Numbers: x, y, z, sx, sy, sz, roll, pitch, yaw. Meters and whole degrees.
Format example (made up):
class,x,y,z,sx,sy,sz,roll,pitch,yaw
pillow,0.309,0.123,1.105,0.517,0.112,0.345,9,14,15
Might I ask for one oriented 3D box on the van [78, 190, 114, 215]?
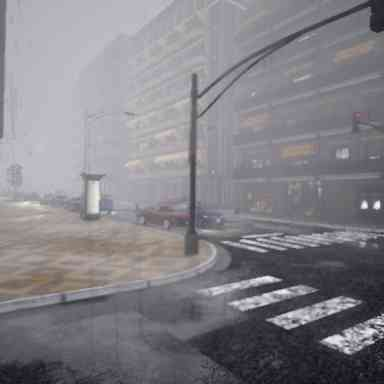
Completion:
class,x,y,z,sx,sy,sz,roll,pitch,yaw
van,-8.167,0.987,28.818,1.690,1.788,3.998,3,-1,-36

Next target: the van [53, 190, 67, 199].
class,x,y,z,sx,sy,sz,roll,pitch,yaw
van,-27.909,0.449,70.401,1.690,1.788,3.998,3,-1,-36

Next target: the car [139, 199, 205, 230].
class,x,y,z,sx,sy,sz,roll,pitch,yaw
car,-1.544,1.368,19.651,1.887,1.381,4.507,3,-1,-36

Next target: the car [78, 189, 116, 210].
class,x,y,z,sx,sy,sz,roll,pitch,yaw
car,-10.507,0.801,36.458,2.150,2.045,5.566,1,0,-36

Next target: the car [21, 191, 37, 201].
class,x,y,z,sx,sy,sz,roll,pitch,yaw
car,-24.749,0.642,51.733,1.967,1.590,4.097,3,-1,-36

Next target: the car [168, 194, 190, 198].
class,x,y,z,sx,sy,sz,roll,pitch,yaw
car,-1.383,1.133,33.737,2.192,1.841,5.009,3,-1,-36

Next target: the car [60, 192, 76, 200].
class,x,y,z,sx,sy,sz,roll,pitch,yaw
car,-24.700,0.719,65.955,1.752,1.417,4.829,3,-1,-36

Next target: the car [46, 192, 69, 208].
class,x,y,z,sx,sy,sz,roll,pitch,yaw
car,-14.806,1.013,37.983,1.887,1.381,4.507,3,-1,-36

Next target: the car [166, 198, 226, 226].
class,x,y,z,sx,sy,sz,roll,pitch,yaw
car,0.212,1.393,21.623,1.812,1.442,4.674,1,0,-36

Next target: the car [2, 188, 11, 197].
class,x,y,z,sx,sy,sz,roll,pitch,yaw
car,-38.016,0.397,70.064,2.008,1.369,4.403,3,-1,-36

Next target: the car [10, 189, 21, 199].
class,x,y,z,sx,sy,sz,roll,pitch,yaw
car,-31.384,0.569,60.898,1.887,1.381,4.507,3,-1,-36

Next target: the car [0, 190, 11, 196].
class,x,y,z,sx,sy,sz,roll,pitch,yaw
car,-44.647,0.236,79.230,1.947,1.339,4.313,3,-1,-36

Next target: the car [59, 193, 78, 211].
class,x,y,z,sx,sy,sz,roll,pitch,yaw
car,-11.491,1.101,33.400,1.887,1.381,4.507,3,-1,-36

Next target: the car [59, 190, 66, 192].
class,x,y,z,sx,sy,sz,roll,pitch,yaw
car,-19.889,0.338,49.596,2.097,1.767,4.553,1,0,-36

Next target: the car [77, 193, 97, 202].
class,x,y,z,sx,sy,sz,roll,pitch,yaw
car,-17.971,0.940,56.650,1.947,1.339,4.313,3,-1,-36

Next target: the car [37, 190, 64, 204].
class,x,y,z,sx,sy,sz,roll,pitch,yaw
car,-18.022,0.907,42.429,1.752,1.417,4.829,3,-1,-36

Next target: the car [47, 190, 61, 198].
class,x,y,z,sx,sy,sz,roll,pitch,yaw
car,-31.229,0.459,74.983,1.967,1.590,4.097,3,-1,-36

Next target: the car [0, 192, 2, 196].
class,x,y,z,sx,sy,sz,roll,pitch,yaw
car,-41.322,0.073,74.649,2.192,1.841,5.009,3,-1,-36
